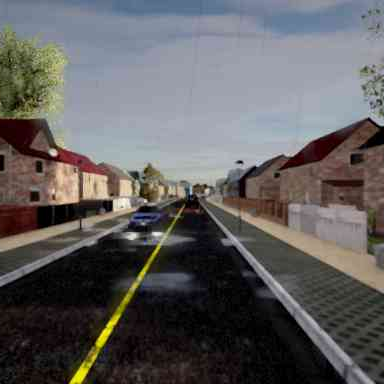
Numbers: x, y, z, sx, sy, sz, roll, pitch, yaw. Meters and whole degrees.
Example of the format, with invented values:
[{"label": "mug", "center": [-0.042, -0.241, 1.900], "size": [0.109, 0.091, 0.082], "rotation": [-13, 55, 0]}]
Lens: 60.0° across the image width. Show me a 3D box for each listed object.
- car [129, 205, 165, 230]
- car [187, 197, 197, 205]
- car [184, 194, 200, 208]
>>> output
[{"label": "car", "center": [-2.799, 1.587, 21.576], "size": [1.812, 1.442, 4.674], "rotation": [0, 0, 1]}, {"label": "car", "center": [-0.016, 1.646, 62.067], "size": [1.882, 1.535, 5.008], "rotation": [0, 0, 0]}, {"label": "car", "center": [-0.013, 1.363, 51.339], "size": [2.150, 2.045, 5.566], "rotation": [0, 0, 0]}]
